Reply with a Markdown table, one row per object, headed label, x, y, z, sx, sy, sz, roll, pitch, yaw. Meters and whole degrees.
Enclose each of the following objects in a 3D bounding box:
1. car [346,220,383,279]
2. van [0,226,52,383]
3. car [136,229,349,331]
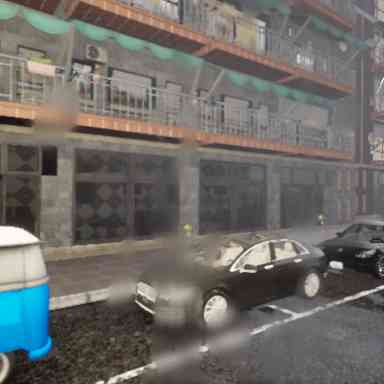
| label | x | y | z | sx | sy | sz | roll | pitch | yaw |
| --- | --- | --- | --- | --- | --- | --- | --- | --- | --- |
| car | 5.619 | 1.566 | 10.100 | 4.313 | 1.339 | 1.947 | 0 | 1 | -36 |
| van | -3.611 | 1.341 | 3.509 | 3.998 | 1.788 | 1.690 | 0 | 1 | -36 |
| car | 1.003 | 1.551 | 6.805 | 4.403 | 1.369 | 2.008 | 0 | 1 | -36 |
